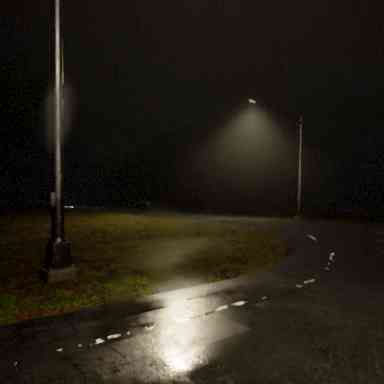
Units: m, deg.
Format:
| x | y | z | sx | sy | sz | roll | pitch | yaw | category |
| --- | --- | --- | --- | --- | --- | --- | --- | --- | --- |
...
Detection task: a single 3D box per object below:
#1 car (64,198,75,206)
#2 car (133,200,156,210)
| x | y | z | sx | sy | sz | roll | pitch | yaw | category |
| --- | --- | --- | --- | --- | --- | --- | --- | --- | --- |
| -22.986 | 1.848 | 61.818 | 2.128 | 1.511 | 4.902 | 3 | -2 | -29 | car |
| -7.239 | 1.952 | 50.226 | 2.128 | 1.511 | 4.902 | 4 | -3 | -35 | car |
